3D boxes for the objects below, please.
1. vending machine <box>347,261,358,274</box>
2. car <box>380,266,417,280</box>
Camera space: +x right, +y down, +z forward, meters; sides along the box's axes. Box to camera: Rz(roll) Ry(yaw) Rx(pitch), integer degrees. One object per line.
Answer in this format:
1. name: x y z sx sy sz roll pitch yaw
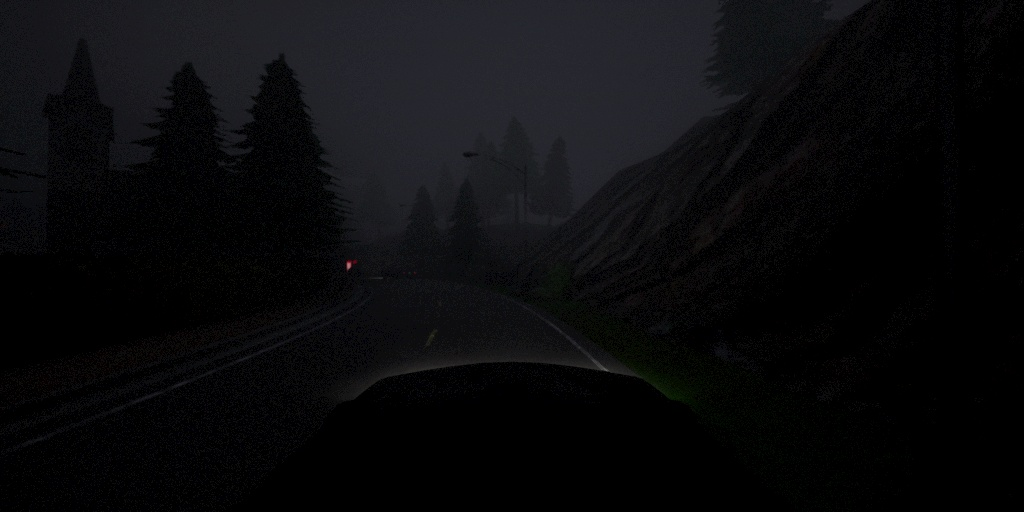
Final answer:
1. vending machine: -21.854 1.615 49.053 0.880 2.100 1.100 0 0 20
2. car: -12.358 1.821 38.951 2.033 1.411 5.357 1 -1 -44
